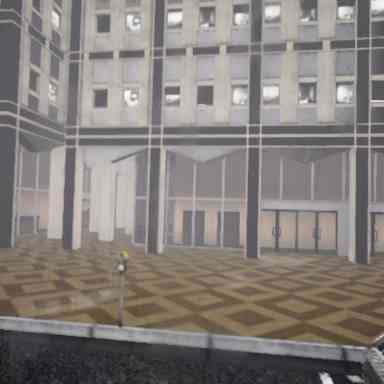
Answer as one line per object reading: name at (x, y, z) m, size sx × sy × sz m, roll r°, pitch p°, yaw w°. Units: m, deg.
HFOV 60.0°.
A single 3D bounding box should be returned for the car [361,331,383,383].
car at (3.896, 1.552, 2.601) m, size 4.553 × 1.767 × 2.097 m, roll 1°, pitch -2°, yaw 9°
